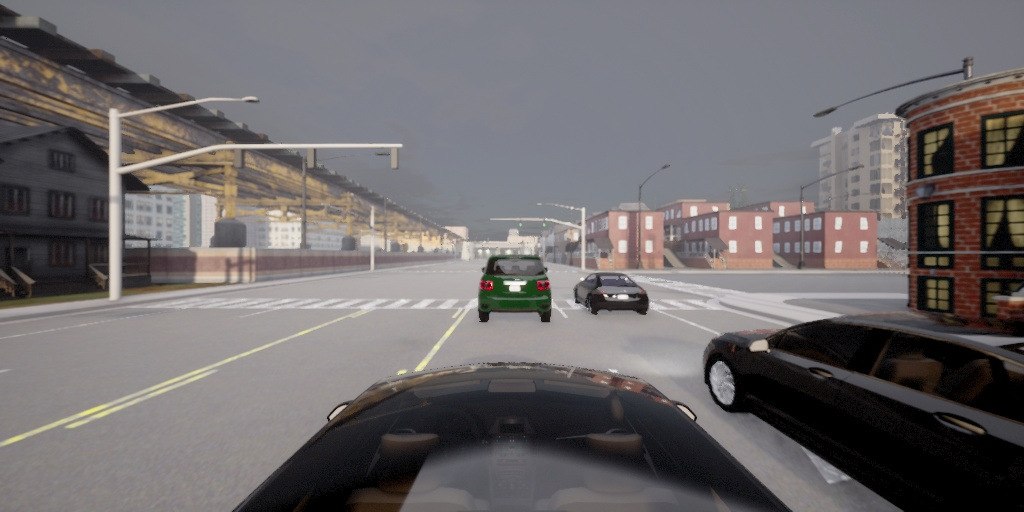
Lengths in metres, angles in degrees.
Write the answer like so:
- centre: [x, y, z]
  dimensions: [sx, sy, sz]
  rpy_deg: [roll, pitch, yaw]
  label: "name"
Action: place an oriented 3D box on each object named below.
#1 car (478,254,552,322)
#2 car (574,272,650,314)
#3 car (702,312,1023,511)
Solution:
- centre: [0.098, 0.955, 12.330]
  dimensions: [2.150, 2.045, 5.566]
  rpy_deg: [0, 0, 0]
  label: "car"
- centre: [3.601, 1.294, 13.633]
  dimensions: [1.994, 1.385, 4.181]
  rpy_deg: [0, 0, 0]
  label: "car"
- centre: [3.598, 1.252, 3.127]
  dimensions: [1.837, 1.490, 4.892]
  rpy_deg: [0, 0, 0]
  label: "car"
